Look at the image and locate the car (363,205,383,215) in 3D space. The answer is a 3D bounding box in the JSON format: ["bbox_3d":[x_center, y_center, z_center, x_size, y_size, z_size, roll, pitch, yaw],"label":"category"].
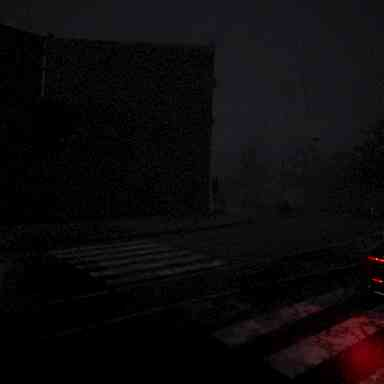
[{"bbox_3d":[29.143,2.733,51.911,4.553,1.767,2.097,3,-2,-14],"label":"car"}]

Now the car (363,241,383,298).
[{"bbox_3d":[5.548,1.415,6.879,4.892,1.490,1.837,1,-1,-32],"label":"car"}]
